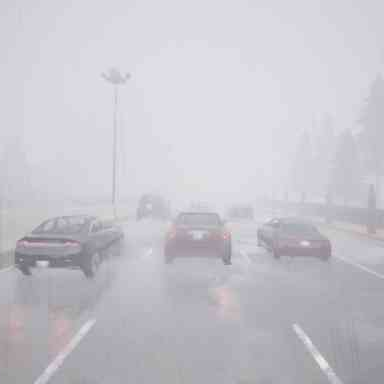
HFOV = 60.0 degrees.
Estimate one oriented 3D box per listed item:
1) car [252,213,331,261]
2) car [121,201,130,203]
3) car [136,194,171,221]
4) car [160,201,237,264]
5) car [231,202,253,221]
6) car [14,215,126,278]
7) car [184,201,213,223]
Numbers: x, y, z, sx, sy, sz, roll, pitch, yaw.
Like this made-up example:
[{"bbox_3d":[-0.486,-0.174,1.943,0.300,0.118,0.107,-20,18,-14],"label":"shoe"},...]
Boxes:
[{"bbox_3d":[3.763,1.661,12.913,1.994,1.385,4.181,1,0,2],"label":"car"},{"bbox_3d":[-9.615,1.470,49.279,1.895,1.301,4.718,1,0,2],"label":"car"},{"bbox_3d":[-2.955,1.199,26.405,2.150,2.045,5.566,1,0,2],"label":"car"},{"bbox_3d":[0.244,1.373,12.111,2.097,1.767,4.553,1,0,2],"label":"car"},{"bbox_3d":[4.104,1.604,28.863,1.882,1.535,5.008,1,0,2],"label":"car"},{"bbox_3d":[-3.317,1.435,9.979,2.128,1.511,4.902,1,0,2],"label":"car"},{"bbox_3d":[0.566,1.543,27.408,2.128,1.511,4.902,1,0,2],"label":"car"}]
